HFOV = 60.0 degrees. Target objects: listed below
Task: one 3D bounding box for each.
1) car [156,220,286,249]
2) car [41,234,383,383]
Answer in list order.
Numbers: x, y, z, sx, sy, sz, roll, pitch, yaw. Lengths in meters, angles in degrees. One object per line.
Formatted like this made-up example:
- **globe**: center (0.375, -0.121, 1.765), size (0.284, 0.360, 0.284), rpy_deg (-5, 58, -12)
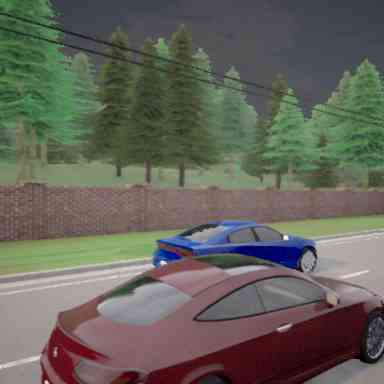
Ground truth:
- **car**: center (1.371, 1.510, 9.027), size (5.008, 1.535, 1.882), rpy_deg (0, 0, -36)
- **car**: center (0.651, 1.541, 4.216), size (4.674, 1.442, 1.812), rpy_deg (0, 0, -35)
